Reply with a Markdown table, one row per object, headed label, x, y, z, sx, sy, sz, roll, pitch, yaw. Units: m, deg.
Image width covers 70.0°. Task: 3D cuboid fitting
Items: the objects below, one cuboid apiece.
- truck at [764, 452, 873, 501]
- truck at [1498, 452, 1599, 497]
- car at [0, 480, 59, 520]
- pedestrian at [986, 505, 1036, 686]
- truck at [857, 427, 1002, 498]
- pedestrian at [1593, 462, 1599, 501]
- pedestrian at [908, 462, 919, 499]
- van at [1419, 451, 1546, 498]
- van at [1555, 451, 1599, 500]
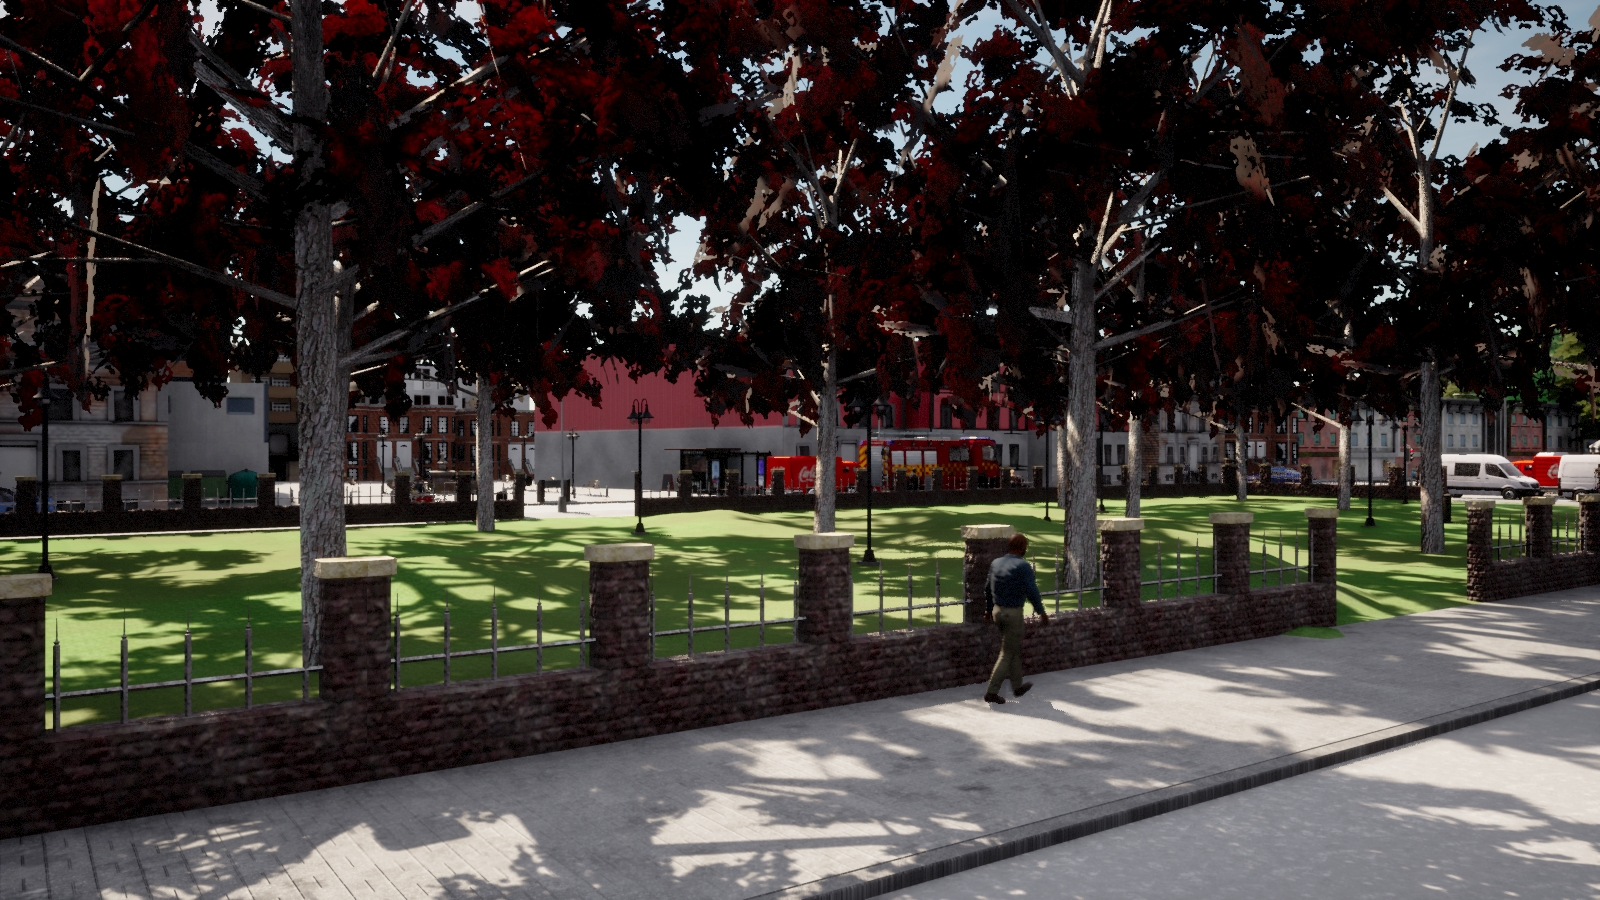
| label | x | y | z | sx | sy | sz | roll | pitch | yaw |
| --- | --- | --- | --- | --- | --- | --- | --- | --- | --- |
| truck | 0.982 | 1.348 | 60.339 | 5.204 | 2.467 | 2.627 | 0 | 0 | -35 |
| truck | 43.313 | 1.345 | 65.355 | 2.627 | 2.467 | 5.204 | 0 | 0 | -35 |
| car | -31.007 | 1.886 | 42.840 | 5.357 | 1.411 | 2.033 | 0 | 0 | -35 |
| pedestrian | 2.239 | 1.525 | 12.136 | 0.375 | 1.860 | 0.375 | 0 | 0 | -35 |
| truck | 7.473 | 0.671 | 65.186 | 8.468 | 3.827 | 2.891 | 0 | 0 | -35 |
| pedestrian | 38.834 | 1.525 | 55.522 | 0.375 | 1.860 | 0.375 | 0 | 0 | -38 |
| pedestrian | 5.751 | 1.524 | 57.810 | 0.375 | 1.860 | 0.375 | 0 | 0 | -34 |
| van | 38.735 | 1.314 | 65.046 | 1.988 | 2.561 | 5.915 | 0 | 0 | -34 |
| van | 42.801 | 1.314 | 59.145 | 1.988 | 2.561 | 5.915 | 0 | 0 | -34 |
